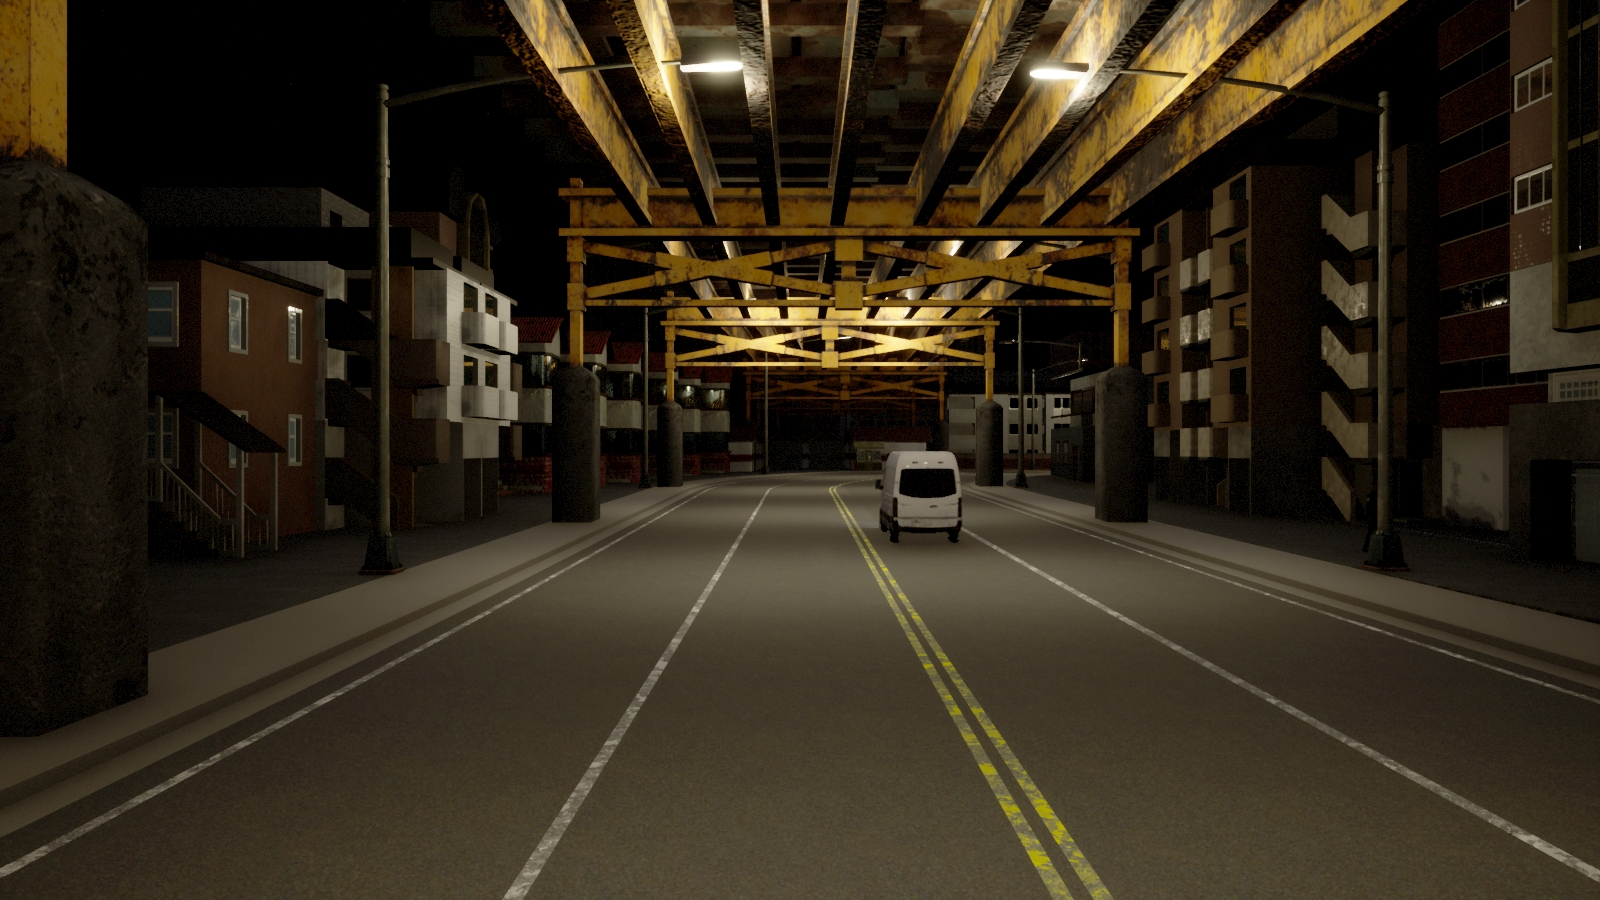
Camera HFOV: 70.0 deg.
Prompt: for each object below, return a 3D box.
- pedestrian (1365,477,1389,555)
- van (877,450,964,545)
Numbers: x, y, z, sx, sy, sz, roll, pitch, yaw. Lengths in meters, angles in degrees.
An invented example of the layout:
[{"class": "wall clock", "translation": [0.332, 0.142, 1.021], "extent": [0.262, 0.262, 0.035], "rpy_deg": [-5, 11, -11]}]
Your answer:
[{"class": "pedestrian", "translation": [14.039, 1.599, 27.787], "extent": [0.375, 1.860, 0.375], "rpy_deg": [0, 0, -10]}, {"class": "van", "translation": [3.513, 1.312, 34.379], "extent": [1.988, 2.561, 5.915], "rpy_deg": [0, 1, 0]}]
